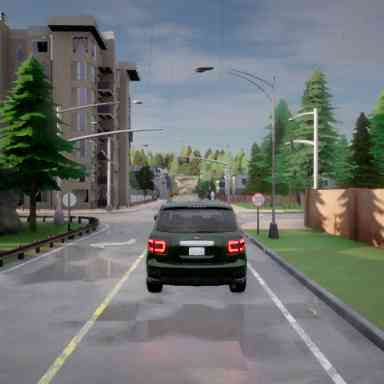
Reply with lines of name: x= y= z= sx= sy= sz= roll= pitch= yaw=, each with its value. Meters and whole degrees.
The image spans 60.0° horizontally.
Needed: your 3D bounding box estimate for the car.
car: x=0.093 y=1.221 z=9.018 sx=2.150 sy=2.045 sz=5.566 roll=0 pitch=0 yaw=0
